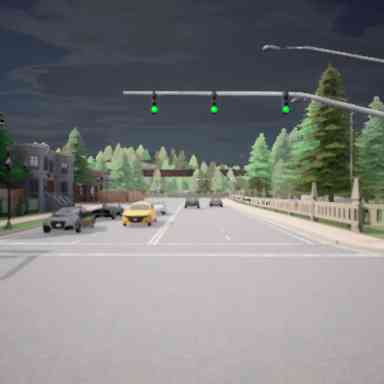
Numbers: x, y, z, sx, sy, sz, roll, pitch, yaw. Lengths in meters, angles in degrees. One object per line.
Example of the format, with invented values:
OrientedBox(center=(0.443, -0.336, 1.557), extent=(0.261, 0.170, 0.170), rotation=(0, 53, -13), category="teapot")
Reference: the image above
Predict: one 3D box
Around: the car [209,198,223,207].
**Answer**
OrientedBox(center=(3.618, 1.589, 50.462), extent=(1.994, 1.385, 4.181), rotation=(0, 0, 0), category="car")

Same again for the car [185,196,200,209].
OrientedBox(center=(0.039, 1.375, 46.966), extent=(2.097, 1.767, 4.553), rotation=(0, 0, 0), category="car")

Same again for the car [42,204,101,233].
OrientedBox(center=(-7.090, 1.574, 19.601), extent=(1.994, 1.385, 4.181), rotation=(0, 0, 0), category="car")

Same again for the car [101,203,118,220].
OrientedBox(center=(-7.076, 1.616, 28.354), extent=(1.895, 1.301, 4.718), rotation=(0, 0, 0), category="car")

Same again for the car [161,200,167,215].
OrientedBox(center=(-3.548, 1.543, 33.738), extent=(1.812, 1.442, 4.674), rotation=(0, 0, 1), category="car")

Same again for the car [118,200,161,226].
OrientedBox(center=(-3.585, 1.490, 23.572), extent=(1.882, 1.535, 5.008), rotation=(0, 0, 0), category="car")
